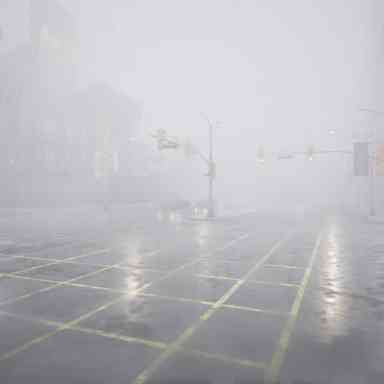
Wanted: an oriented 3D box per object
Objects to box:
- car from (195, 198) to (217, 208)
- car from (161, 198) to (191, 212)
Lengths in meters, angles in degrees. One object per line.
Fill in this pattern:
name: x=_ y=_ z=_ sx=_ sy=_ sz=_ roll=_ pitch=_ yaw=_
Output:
car: x=2.092 y=1.601 z=48.679 sx=1.895 sy=1.301 sz=4.718 roll=0 pitch=0 yaw=23
car: x=-1.862 y=1.478 z=39.261 sx=1.882 sy=1.535 sz=5.008 roll=0 pitch=0 yaw=25
